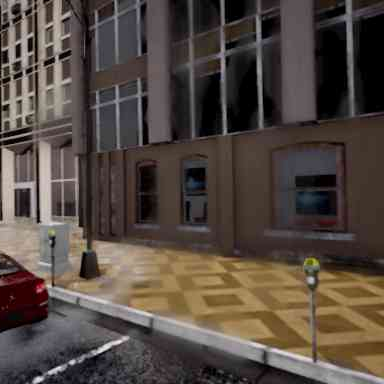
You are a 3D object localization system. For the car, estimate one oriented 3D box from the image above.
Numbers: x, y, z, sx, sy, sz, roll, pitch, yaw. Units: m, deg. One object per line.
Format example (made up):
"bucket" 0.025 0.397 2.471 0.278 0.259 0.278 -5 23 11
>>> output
"car" -4.194 1.613 5.887 4.206 1.307 1.802 0 -1 36
